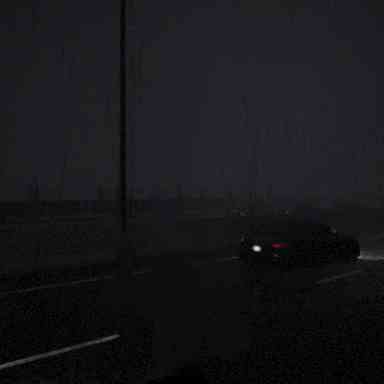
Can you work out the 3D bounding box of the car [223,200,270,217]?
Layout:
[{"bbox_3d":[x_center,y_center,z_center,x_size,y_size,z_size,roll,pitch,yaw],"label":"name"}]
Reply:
[{"bbox_3d":[4.957,1.467,29.013,5.008,1.535,1.882,0,0,-35],"label":"car"}]

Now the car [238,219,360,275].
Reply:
[{"bbox_3d":[3.452,1.560,10.513,4.181,1.385,1.994,0,0,-36],"label":"car"}]

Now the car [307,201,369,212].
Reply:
[{"bbox_3d":[11.362,1.536,24.999,5.357,1.411,2.033,0,0,-35],"label":"car"}]

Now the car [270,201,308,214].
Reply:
[{"bbox_3d":[9.055,1.493,27.625,4.892,1.490,1.837,0,0,-35],"label":"car"}]
